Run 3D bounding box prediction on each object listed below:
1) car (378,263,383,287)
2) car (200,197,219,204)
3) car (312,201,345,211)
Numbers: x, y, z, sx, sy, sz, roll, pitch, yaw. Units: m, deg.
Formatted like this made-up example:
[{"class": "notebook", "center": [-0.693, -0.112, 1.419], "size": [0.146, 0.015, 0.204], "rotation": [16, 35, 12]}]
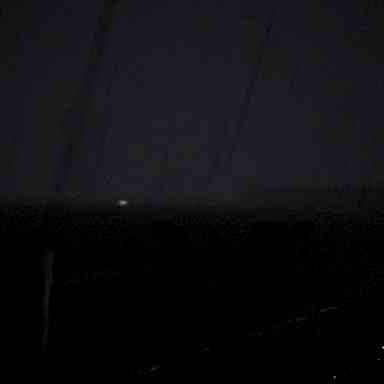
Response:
[{"class": "car", "center": [6.196, 1.716, 7.485], "size": [4.718, 1.301, 1.895], "rotation": [1, -1, -35]}, {"class": "car", "center": [3.490, 1.761, 67.266], "size": [1.994, 1.385, 4.181], "rotation": [2, -1, -35]}, {"class": "car", "center": [18.677, 1.913, 45.496], "size": [1.994, 1.385, 4.181], "rotation": [2, 0, -35]}]
